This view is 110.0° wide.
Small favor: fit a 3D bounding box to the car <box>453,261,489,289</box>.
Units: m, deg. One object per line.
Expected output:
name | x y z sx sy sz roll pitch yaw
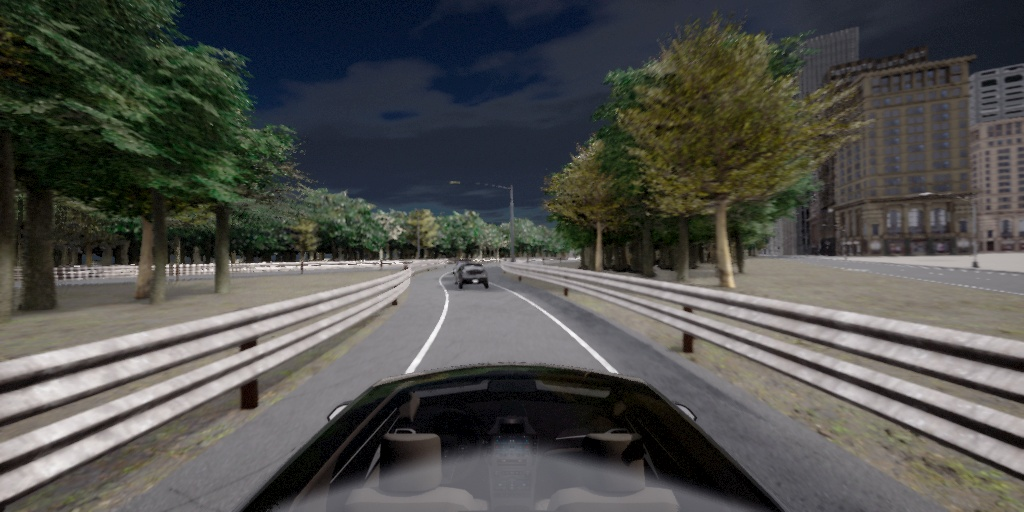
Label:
car | -2.710 1.253 23.620 1.837 1.490 4.892 -1 0 -13
